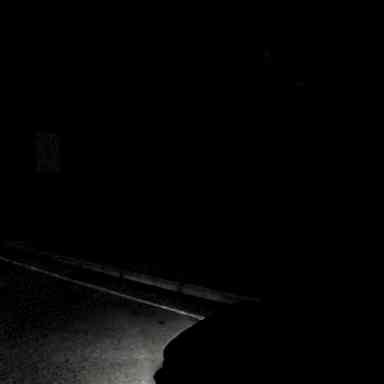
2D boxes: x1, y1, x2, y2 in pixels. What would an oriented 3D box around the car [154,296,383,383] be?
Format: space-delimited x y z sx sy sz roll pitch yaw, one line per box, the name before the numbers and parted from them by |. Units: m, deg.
car | 2.239 1.555 2.466 5.357 1.411 2.033 0 0 36
